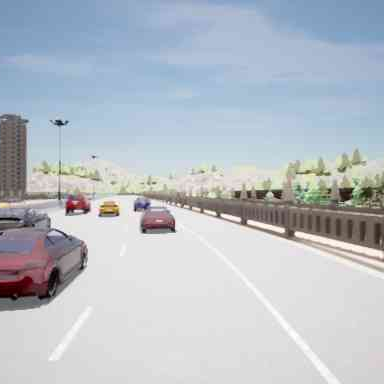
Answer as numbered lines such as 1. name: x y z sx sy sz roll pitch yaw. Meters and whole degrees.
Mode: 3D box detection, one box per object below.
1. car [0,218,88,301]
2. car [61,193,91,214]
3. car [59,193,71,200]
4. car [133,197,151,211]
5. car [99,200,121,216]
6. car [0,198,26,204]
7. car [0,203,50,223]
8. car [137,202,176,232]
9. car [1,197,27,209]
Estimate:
1. car: -4.009 1.580 8.398 1.994 1.385 4.181 0 0 -5
2. car: -12.324 1.269 36.290 2.150 2.045 5.566 0 0 -11
3. car: -33.300 1.179 87.445 2.097 1.767 4.553 0 0 -11
4. car: -6.199 1.376 41.376 2.097 1.767 4.553 0 0 -11
5. car: -8.140 1.509 33.166 1.882 1.535 5.008 0 0 -11
6. car: -19.494 1.427 35.491 2.097 1.767 4.553 0 0 -11
7. car: -8.644 1.525 16.954 2.128 1.511 4.902 0 0 -9
8. car: -2.158 1.572 20.417 1.994 1.385 4.181 0 0 -10
9. car: -25.490 1.576 47.853 1.882 1.535 5.008 0 0 -11
